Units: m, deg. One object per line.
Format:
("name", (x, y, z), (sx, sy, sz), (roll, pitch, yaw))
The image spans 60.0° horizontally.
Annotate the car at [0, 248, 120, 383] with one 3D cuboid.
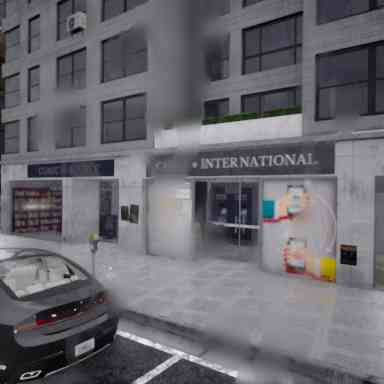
("car", (-3.012, 1.549, 5.095), (4.403, 1.369, 2.008), (0, 1, 35))
